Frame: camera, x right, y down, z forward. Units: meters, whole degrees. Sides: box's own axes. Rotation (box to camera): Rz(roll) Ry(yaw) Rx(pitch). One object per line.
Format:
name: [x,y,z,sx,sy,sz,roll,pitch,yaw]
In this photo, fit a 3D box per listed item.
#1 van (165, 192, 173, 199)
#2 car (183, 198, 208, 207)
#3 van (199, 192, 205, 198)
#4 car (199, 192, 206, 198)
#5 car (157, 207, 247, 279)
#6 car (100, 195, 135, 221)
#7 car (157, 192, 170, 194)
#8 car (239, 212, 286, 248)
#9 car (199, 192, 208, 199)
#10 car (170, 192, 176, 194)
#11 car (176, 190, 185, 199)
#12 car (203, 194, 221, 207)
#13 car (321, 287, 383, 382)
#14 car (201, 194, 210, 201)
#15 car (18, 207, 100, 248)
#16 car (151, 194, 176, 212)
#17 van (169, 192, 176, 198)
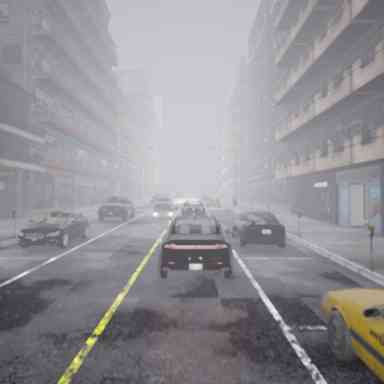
van: [-5.575,0.844,82.343,1.690,1.788,3.998,1,0,0]
car: [0.126,1.423,28.689,1.895,1.301,4.718,0,0,0]
van: [2.818,0.779,93.763,1.690,1.788,3.998,1,0,0]
car: [2.781,1.168,65.341,1.947,1.339,4.313,1,0,0]
car: [0.094,1.430,9.800,2.128,1.511,4.902,0,0,0]
car: [-5.641,1.156,25.498,2.192,1.841,5.009,1,0,0]
car: [-5.601,0.951,59.605,2.192,1.841,5.009,1,0,0]
car: [2.721,1.477,14.181,1.947,1.339,4.313,1,0,0]
car: [2.803,0.943,82.394,1.967,1.590,4.097,1,0,0]
car: [-5.581,0.851,76.658,2.192,1.841,5.009,1,0,0]
car: [-2.908,0.561,78.522,2.150,2.045,5.566,0,0,0]
car: [2.755,1.262,42.773,1.752,1.417,4.829,1,0,0]
car: [2.708,1.506,2.982,1.752,1.417,4.829,1,0,0]
car: [2.788,1.094,71.196,1.752,1.417,4.829,1,0,0]
car: [-5.659,1.462,14.130,2.008,1.369,4.403,1,0,0]
car: [-3.053,1.253,36.273,1.882,1.535,5.008,0,0,0]
van: [-5.568,0.779,93.713,1.690,1.788,3.998,1,0,0]
